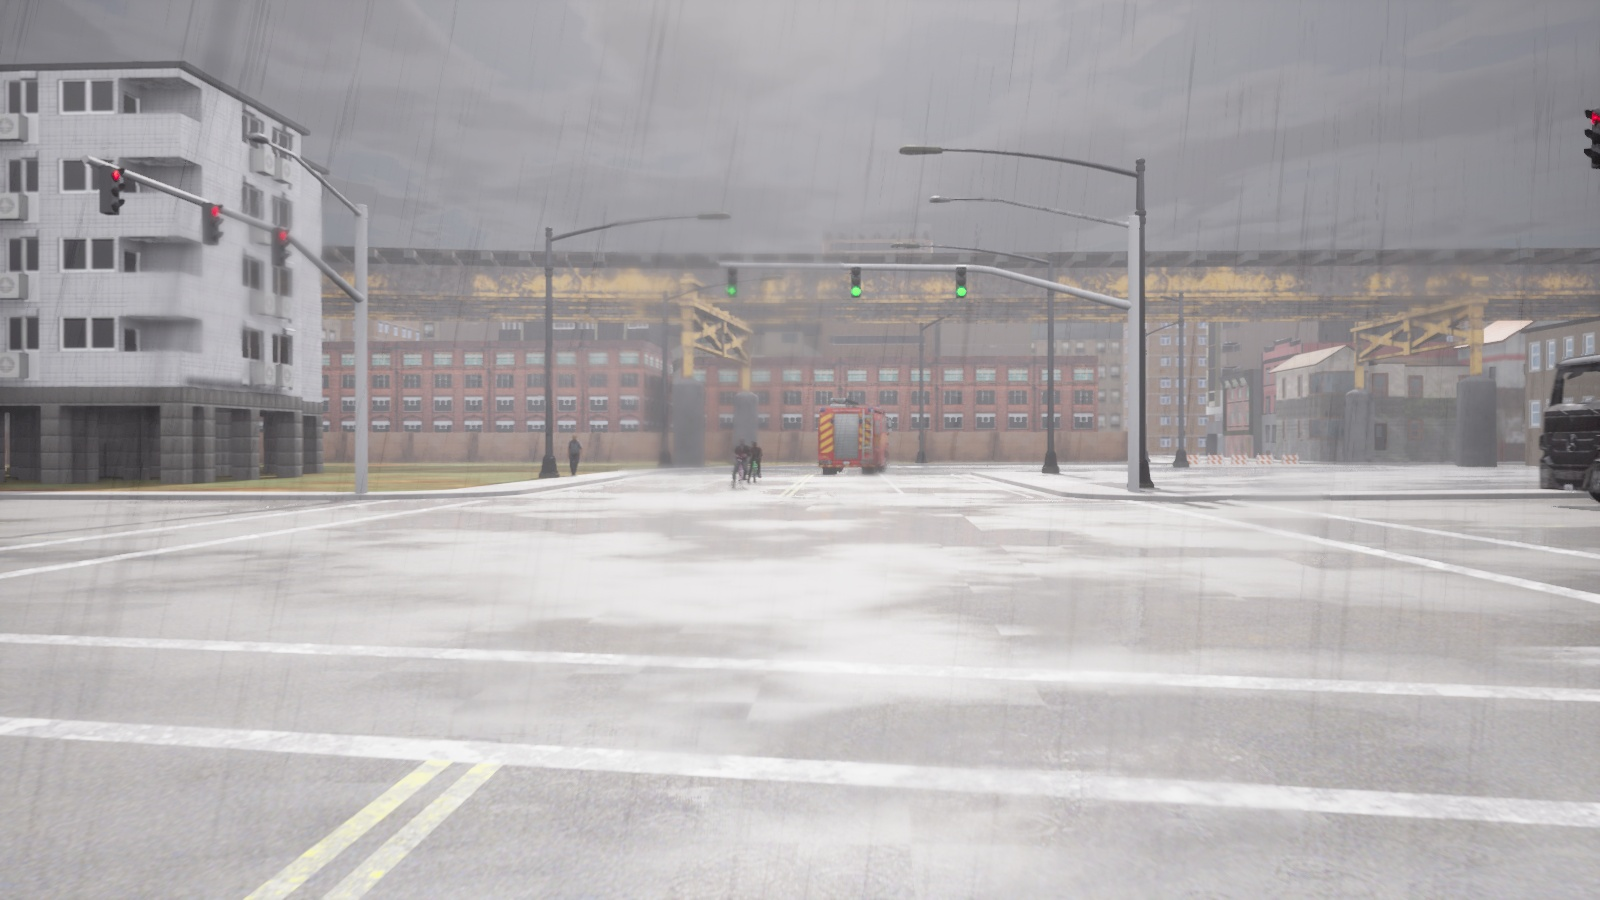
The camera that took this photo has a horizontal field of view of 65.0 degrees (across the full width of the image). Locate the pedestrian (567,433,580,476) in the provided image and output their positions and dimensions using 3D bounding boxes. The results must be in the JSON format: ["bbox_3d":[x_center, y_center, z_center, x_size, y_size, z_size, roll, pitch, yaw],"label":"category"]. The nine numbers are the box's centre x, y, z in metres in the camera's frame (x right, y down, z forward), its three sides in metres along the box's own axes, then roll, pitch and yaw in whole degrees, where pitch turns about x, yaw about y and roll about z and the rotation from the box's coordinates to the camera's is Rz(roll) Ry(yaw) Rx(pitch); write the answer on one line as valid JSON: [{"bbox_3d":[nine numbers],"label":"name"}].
[{"bbox_3d":[-9.721,0.183,53.859,0.540,1.848,0.694,0,0,-8],"label":"pedestrian"}]

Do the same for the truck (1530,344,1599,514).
[{"bbox_3d":[20.319,-0.479,26.566,7.936,3.462,2.891,-1,0,3],"label":"truck"}]

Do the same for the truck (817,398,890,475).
[{"bbox_3d":[2.949,-0.682,66.136,2.891,3.827,8.468,0,0,9],"label":"truck"}]
